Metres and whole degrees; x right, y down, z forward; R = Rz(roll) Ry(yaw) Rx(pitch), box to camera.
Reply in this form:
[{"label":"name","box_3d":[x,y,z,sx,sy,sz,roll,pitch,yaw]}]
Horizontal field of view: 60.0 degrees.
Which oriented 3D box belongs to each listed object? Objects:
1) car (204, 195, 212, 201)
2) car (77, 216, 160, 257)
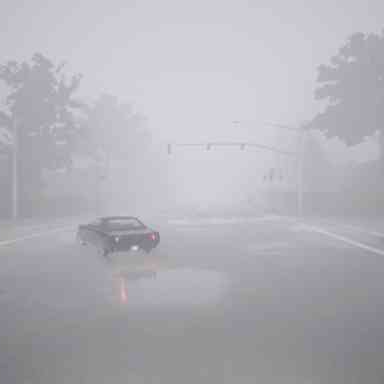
[{"label":"car","box_3d":[3.880,1.498,81.480,1.812,1.442,4.674,0,0,2]},{"label":"car","box_3d":[-3.128,1.613,13.213,1.895,1.301,4.718,0,0,-32]}]
